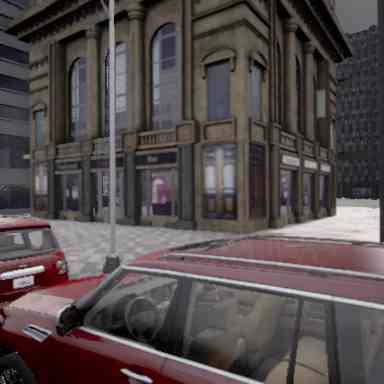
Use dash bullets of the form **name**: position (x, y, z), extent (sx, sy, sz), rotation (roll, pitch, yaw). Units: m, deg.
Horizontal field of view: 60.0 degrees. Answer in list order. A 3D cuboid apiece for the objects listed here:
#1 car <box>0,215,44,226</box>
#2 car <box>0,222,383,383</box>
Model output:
- **car**: position (-4.278, 1.346, 6.000), extent (5.009, 1.841, 2.192), rotation (0, 0, 35)
- **car**: position (0.295, 1.318, 2.752), extent (5.009, 1.841, 2.192), rotation (0, 0, 35)
